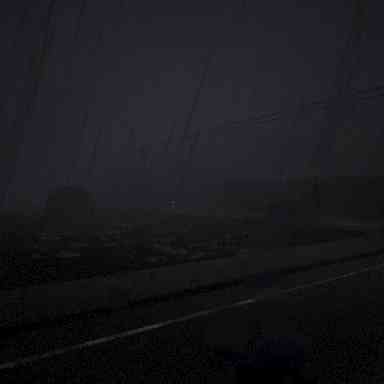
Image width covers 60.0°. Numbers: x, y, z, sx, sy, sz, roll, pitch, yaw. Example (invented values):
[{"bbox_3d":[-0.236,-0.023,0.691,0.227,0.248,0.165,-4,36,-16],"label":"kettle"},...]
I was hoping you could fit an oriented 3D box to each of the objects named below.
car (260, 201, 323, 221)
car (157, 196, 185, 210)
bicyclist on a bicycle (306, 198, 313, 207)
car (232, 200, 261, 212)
[{"bbox_3d":[8.430,1.518,27.595,2.128,1.511,4.902,0,0,-35],"label":"car"},{"bbox_3d":[-2.801,1.378,44.026,2.097,1.767,4.553,0,0,-34],"label":"car"},{"bbox_3d":[12.190,1.470,34.646,1.656,1.620,0.582,-1,1,-35],"label":"bicyclist on a bicycle"},{"bbox_3d":[6.721,1.574,36.616,2.033,1.411,5.357,0,0,-35],"label":"car"}]
